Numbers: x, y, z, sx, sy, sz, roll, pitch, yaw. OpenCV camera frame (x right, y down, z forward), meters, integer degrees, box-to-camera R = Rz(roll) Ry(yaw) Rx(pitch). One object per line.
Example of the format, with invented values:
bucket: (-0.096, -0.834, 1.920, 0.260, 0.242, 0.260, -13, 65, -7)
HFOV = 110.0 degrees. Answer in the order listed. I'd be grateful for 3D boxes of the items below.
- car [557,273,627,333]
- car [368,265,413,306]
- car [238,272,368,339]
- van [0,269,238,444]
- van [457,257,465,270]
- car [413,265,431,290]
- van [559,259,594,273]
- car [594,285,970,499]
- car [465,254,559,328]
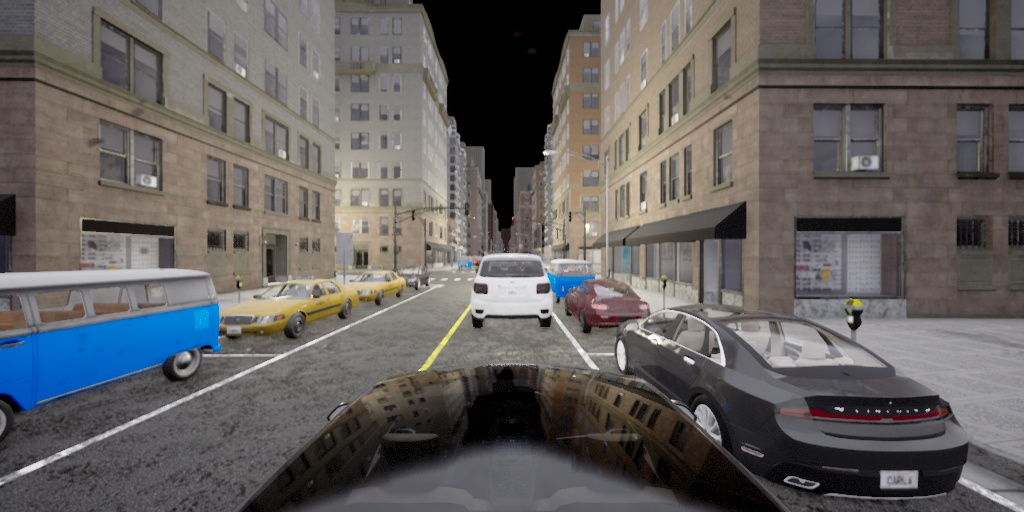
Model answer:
car: (2.581, 1.313, 10.319, 1.802, 1.307, 4.207, 0, 0, -1)
car: (-6.002, 1.242, 15.713, 1.751, 1.417, 4.829, 0, 0, -1)
car: (-5.942, 1.257, 10.044, 1.751, 1.417, 4.829, 0, 0, -1)
van: (-5.884, 1.086, 4.545, 1.690, 1.789, 3.998, 0, 0, -1)
van: (-6.349, 0.960, 48.744, 1.690, 1.789, 3.998, 0, 0, -1)
car: (-6.063, 1.250, 21.550, 2.007, 1.370, 4.403, 0, 0, -1)
van: (2.521, 1.056, 15.989, 1.690, 1.789, 3.998, 0, 0, -1)
car: (2.640, 1.295, 4.648, 2.007, 1.370, 4.403, 0, 0, -1)
car: (-0.024, 0.951, 11.392, 2.150, 2.045, 5.566, 0, 0, -1)
